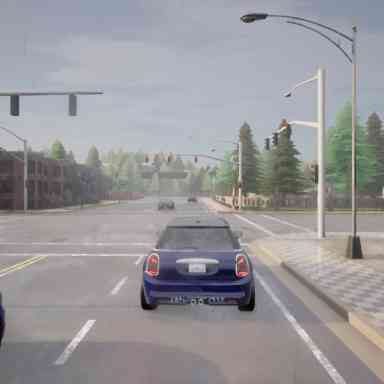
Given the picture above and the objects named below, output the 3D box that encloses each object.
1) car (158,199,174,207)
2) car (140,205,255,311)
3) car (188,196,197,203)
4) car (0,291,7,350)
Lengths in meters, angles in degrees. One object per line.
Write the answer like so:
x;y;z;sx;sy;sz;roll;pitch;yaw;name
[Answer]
-3.273;1.601;43.016;1.895;1.301;4.718;0;0;-1;car
0.161;1.352;7.931;2.097;1.767;4.553;0;0;2;car
0.062;1.505;68.219;1.837;1.490;4.892;0;0;0;car
-3.440;1.478;2.479;1.882;1.535;5.008;0;0;0;car
